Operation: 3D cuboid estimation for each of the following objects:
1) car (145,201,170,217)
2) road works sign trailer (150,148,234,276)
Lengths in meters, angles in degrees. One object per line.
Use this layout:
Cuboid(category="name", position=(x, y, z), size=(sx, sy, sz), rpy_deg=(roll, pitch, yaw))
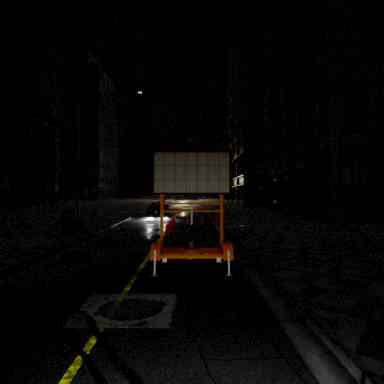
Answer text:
Cuboid(category="car", position=(-3.130, 1.557, 30.788), size=(1.994, 1.385, 4.181), rpy_deg=(0, 0, 0))
Cuboid(category="road works sign trailer", position=(-0.009, 0.465, 10.307), size=(2.380, 3.560, 2.880), rpy_deg=(0, 0, 0))
